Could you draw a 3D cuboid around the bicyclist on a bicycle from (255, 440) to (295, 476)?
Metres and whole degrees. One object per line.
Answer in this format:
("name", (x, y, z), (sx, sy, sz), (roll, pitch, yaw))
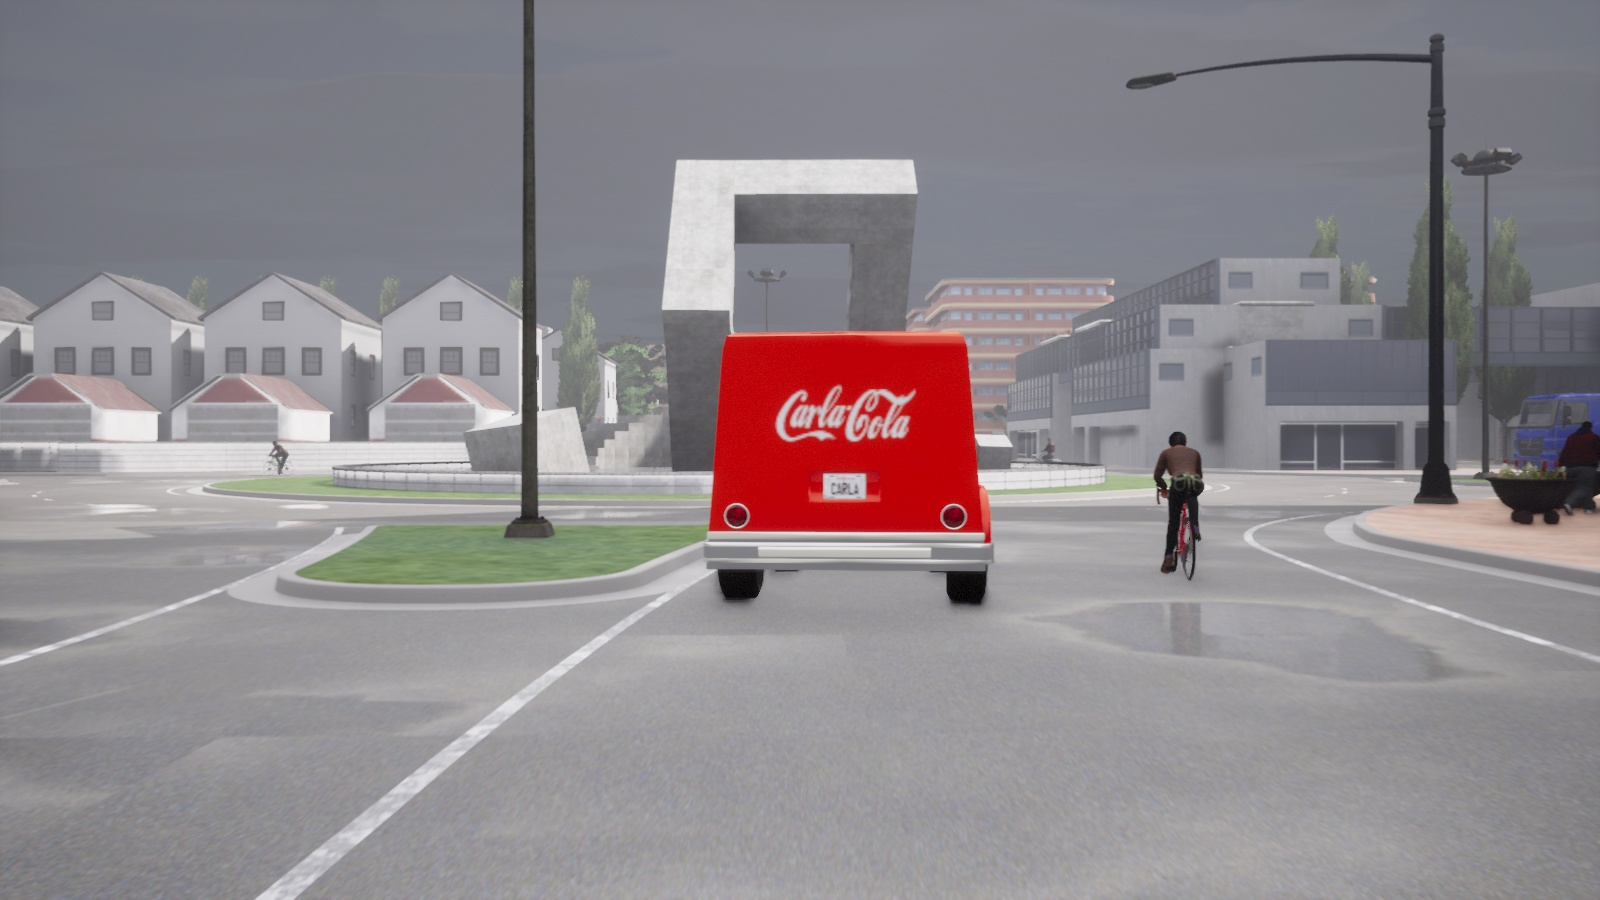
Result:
("bicyclist on a bicycle", (-23.890, 0.359, 57.191), (0.582, 1.620, 1.656), (1, 1, 29))

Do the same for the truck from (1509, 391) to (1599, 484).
("truck", (32.030, -0.478, 48.156), (7.936, 3.462, 2.891), (0, 0, 5))

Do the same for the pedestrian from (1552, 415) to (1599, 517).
("pedestrian", (14.441, 0.284, 23.087), (0.899, 1.844, 0.634), (0, 0, -21))

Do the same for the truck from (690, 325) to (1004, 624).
("truck", (0.615, 0.187, 13.080), (2.627, 2.467, 5.204), (0, 0, 5))

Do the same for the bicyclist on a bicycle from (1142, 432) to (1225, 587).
("bicyclist on a bicycle", (4.252, 0.624, 14.024), (0.582, 1.620, 1.656), (0, 0, 6))
